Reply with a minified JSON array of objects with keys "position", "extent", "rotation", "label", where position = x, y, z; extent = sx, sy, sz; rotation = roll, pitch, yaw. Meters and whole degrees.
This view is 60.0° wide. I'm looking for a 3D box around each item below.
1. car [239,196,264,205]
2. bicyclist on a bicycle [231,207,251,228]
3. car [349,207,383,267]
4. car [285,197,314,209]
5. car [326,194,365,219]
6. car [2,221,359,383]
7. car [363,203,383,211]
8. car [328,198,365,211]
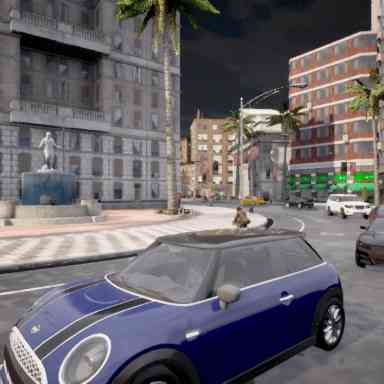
[{"position":[10.143,1.477,57.136],"extent":[1.882,1.535,5.008],"rotation":[0,0,-35],"label":"car"},{"position":[2.089,1.454,14.008],"extent":[0.582,1.620,1.656],"rotation":[0,-2,-26],"label":"bicyclist on a bicycle"},{"position":[6.733,1.477,10.839],"extent":[1.882,1.535,5.008],"rotation":[0,0,37],"label":"car"},{"position":[15.034,1.504,46.687],"extent":[1.837,1.490,4.892],"rotation":[0,0,-17],"label":"car"},{"position":[13.901,1.221,29.871],"extent":[2.150,2.045,5.566],"rotation":[0,0,4],"label":"car"},{"position":[0.095,1.352,4.462],"extent":[4.553,1.767,2.097],"rotation":[0,0,-39],"label":"car"},{"position":[11.643,1.525,19.631],"extent":[1.812,1.442,4.674],"rotation":[0,0,19],"label":"car"},{"position":[19.747,1.525,42.722],"extent":[1.812,1.442,4.674],"rotation":[0,0,-12],"label":"car"}]
